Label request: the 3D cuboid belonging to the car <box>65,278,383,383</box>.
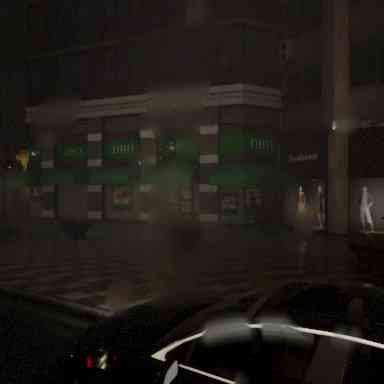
[{"bbox_3d":[0.984,1.503,2.584,4.892,1.490,1.837,0,0,36],"label":"car"}]
